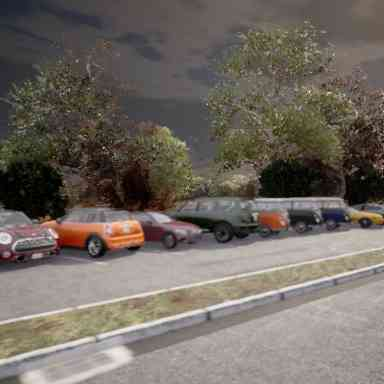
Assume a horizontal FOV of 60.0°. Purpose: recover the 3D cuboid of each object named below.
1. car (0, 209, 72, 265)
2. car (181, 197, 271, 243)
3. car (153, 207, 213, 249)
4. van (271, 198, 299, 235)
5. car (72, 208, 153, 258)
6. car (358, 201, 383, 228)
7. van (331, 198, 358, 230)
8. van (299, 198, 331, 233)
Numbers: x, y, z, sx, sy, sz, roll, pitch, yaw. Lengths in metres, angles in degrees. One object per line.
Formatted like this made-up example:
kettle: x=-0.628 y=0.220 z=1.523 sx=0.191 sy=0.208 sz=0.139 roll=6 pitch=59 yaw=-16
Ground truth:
car: x=-6.563 y=1.384 z=11.413 sx=4.553 sy=1.767 sz=2.185 roll=-1 pitch=-1 yaw=34
car: x=0.686 y=1.301 z=16.620 sx=5.566 sy=2.045 sz=2.435 roll=-1 pitch=-1 yaw=34
car: x=-1.704 y=1.578 z=14.867 sx=4.674 sy=1.452 sz=2.002 roll=-1 pitch=-1 yaw=34
van: x=3.226 y=1.339 z=18.279 sx=4.442 sy=1.987 sz=1.878 roll=-1 pitch=-1 yaw=34
car: x=-4.098 y=1.398 z=13.108 sx=4.553 sy=1.767 sz=2.185 roll=-1 pitch=-1 yaw=34
car: x=10.532 y=1.603 z=23.454 sx=5.366 sy=1.575 sz=1.946 roll=-1 pitch=-1 yaw=34
van: x=8.058 y=1.367 z=21.760 sx=4.442 sy=1.987 sz=1.878 roll=-1 pitch=-1 yaw=34
van: x=5.642 y=1.353 z=20.019 sx=4.442 sy=1.987 sz=1.878 roll=-1 pitch=-1 yaw=34
